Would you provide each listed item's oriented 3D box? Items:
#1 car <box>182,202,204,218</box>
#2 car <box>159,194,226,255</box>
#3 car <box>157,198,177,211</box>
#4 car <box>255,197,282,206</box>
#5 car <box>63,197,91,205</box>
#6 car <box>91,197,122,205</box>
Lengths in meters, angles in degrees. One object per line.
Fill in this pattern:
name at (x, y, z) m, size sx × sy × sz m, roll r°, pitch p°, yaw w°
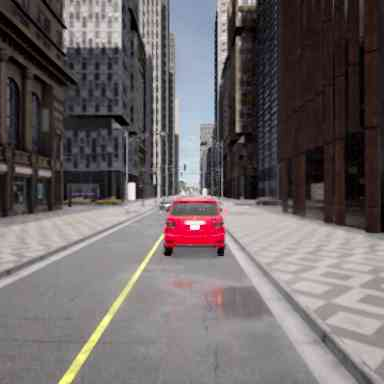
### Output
car at (0.093, 1.637, 31.801) m, size 1.895 × 1.301 × 4.718 m, roll 0°, pitch 0°, yaw 0°
car at (0.096, 1.239, 13.454) m, size 2.150 × 2.045 × 5.566 m, roll 0°, pitch 0°, yaw 0°
car at (-3.028, 1.539, 41.585) m, size 2.128 × 1.511 × 4.902 m, roll 0°, pitch 0°, yaw 0°
car at (11.883, 1.449, 51.183) m, size 4.097 × 1.590 × 1.967 m, roll 0°, pitch 0°, yaw 0°
car at (-20.632, 1.656, 59.898) m, size 4.829 × 1.417 × 1.752 m, roll 0°, pitch 0°, yaw 0°
car at (-15.031, 1.641, 59.865) m, size 4.829 × 1.417 × 1.752 m, roll 0°, pitch 0°, yaw 0°
